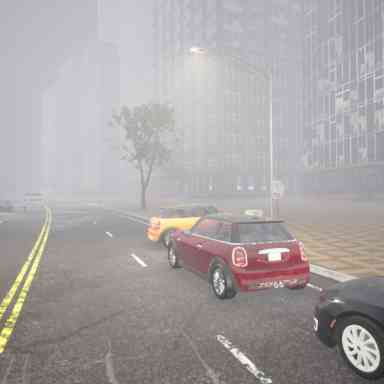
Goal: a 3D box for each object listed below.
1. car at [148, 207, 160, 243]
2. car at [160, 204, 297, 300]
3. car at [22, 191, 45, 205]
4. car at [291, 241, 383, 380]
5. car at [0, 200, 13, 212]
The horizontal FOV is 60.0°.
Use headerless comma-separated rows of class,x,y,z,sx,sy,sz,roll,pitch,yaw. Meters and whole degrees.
car,0.423,1.276,14.378,4.553,1.767,2.097,-3,1,-18
car,0.905,1.355,8.810,2.097,1.767,4.553,0,0,-22
car,-18.723,0.920,39.341,2.150,2.045,5.566,0,0,-24
car,3.629,1.505,3.334,1.837,1.490,4.892,0,0,-35
car,-21.705,1.602,38.048,1.994,1.385,4.181,0,0,-24
